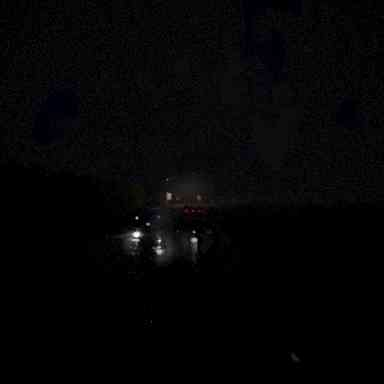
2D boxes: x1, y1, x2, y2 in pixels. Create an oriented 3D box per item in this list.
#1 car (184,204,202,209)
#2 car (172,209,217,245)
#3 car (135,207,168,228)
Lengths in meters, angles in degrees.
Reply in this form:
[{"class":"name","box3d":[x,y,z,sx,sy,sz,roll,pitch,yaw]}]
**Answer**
[{"class":"car","box3d":[0.081,1.853,33.449,1.895,1.301,4.718,0,-1,0]},{"class":"car","box3d":[0.089,1.672,15.803,1.895,1.301,4.718,0,0,0]},{"class":"car","box3d":[-2.765,1.741,23.209,1.895,1.301,4.718,0,-1,0]}]
